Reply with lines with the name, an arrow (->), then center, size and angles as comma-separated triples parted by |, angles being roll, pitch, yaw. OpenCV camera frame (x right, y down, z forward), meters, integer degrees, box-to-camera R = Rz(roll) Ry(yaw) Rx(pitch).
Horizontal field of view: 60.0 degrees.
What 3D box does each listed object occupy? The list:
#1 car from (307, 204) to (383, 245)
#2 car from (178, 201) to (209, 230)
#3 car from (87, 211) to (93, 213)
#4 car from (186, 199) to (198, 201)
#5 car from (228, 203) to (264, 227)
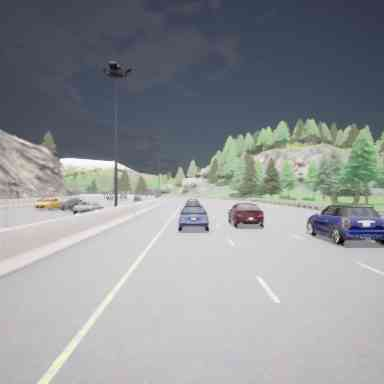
car -> 7.096, 1.352, 15.654 | 2.097, 1.767, 4.553 | 0, 0, 0
car -> 0.097, 1.548, 21.023 | 2.033, 1.411, 5.357 | 0, 0, 0
car -> -10.602, 1.601, 34.109 | 1.895, 1.301, 4.718 | 0, 0, 0
car -> 0.091, 1.564, 42.454 | 1.994, 1.385, 4.181 | 0, 0, 0
car -> 3.594, 1.478, 22.759 | 1.882, 1.535, 5.008 | 0, 0, 0
